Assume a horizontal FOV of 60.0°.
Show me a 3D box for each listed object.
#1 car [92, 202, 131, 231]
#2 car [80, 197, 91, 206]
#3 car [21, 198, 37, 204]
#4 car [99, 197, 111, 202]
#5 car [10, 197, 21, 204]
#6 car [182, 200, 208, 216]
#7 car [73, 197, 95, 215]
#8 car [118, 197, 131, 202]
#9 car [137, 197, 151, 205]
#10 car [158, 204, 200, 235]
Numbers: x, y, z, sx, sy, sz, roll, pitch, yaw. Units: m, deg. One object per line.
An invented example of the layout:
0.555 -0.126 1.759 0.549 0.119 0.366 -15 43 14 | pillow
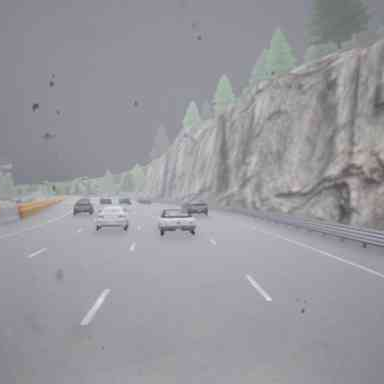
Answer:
-4.978 1.575 21.206 1.812 1.442 4.674 0 0 -9 | car
-19.720 1.703 61.452 1.837 1.490 4.892 -1 0 -19 | car
-33.537 1.885 69.233 2.033 1.411 5.357 -1 0 -18 | car
-16.096 1.637 61.752 1.882 1.535 5.008 -1 0 -19 | car
-38.295 1.814 72.534 1.882 1.535 5.008 -1 0 -18 | car
0.202 1.481 32.038 2.128 1.511 4.902 0 0 -12 | car
-11.394 1.607 35.198 2.128 1.511 4.902 0 0 -14 | car
-12.782 1.627 62.801 1.837 1.490 4.892 0 0 -19 | car
-9.137 1.630 63.024 2.033 1.411 5.357 -1 0 -20 | car
-0.984 1.607 18.936 1.895 1.301 4.718 -1 0 -8 | car
